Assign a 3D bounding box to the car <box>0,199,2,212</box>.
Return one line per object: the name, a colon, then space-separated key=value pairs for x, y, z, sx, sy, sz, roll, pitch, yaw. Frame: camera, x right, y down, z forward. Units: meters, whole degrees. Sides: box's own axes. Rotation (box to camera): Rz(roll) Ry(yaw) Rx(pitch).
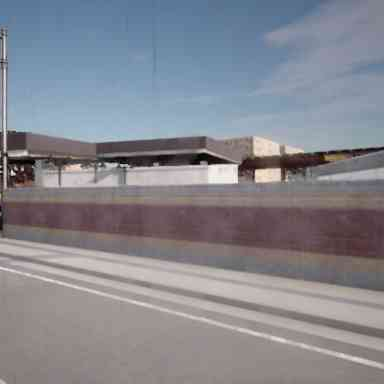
car: x=-21.034 y=1.603 z=39.470 sx=2.242 sy=1.667 sz=4.611 roll=-1 pitch=0 yaw=37
